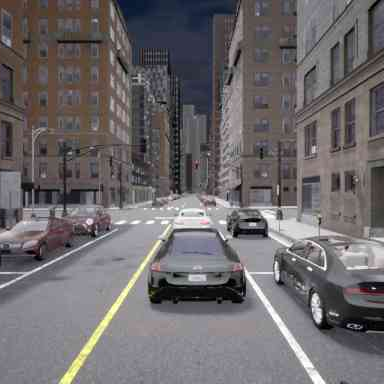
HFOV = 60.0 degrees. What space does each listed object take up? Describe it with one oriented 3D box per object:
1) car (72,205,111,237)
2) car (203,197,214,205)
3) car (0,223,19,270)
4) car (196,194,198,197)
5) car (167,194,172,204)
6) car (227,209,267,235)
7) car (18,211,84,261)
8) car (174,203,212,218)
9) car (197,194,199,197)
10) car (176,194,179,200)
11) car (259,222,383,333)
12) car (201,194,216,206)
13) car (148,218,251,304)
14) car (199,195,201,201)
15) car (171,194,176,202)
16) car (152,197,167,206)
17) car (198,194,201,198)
[{"bbox_3d":[-5.655,1.441,17.736,1.967,1.590,4.097,0,0,0],"label":"car"},{"bbox_3d":[2.951,1.571,60.398,1.752,1.417,4.829,0,0,0],"label":"car"},{"bbox_3d":[-5.665,1.566,6.733,1.947,1.339,4.313,0,0,0],"label":"car"},{"bbox_3d":[3.037,1.458,92.682,2.192,1.841,5.009,0,0,0],"label":"car"},{"bbox_3d":[-5.559,1.607,65.656,2.008,1.369,4.403,0,0,0],"label":"car"},{"bbox_3d":[2.870,1.567,17.728,1.947,1.339,4.313,0,0,0],"label":"car"},{"bbox_3d":[-5.660,1.582,12.235,1.802,1.307,4.206,0,0,0],"label":"car"},{"bbox_3d":[0.049,1.526,16.951,1.812,1.442,4.674,0,0,1],"label":"car"},{"bbox_3d":[3.023,1.561,87.272,1.967,1.590,4.097,0,0,0],"label":"car"},{"bbox_3d":[-5.488,1.457,92.699,2.192,1.841,5.009,0,0,0],"label":"car"},{"bbox_3d":[2.860,1.551,6.726,2.008,1.369,4.403,0,0,0],"label":"car"},{"bbox_3d":[2.936,1.476,54.819,1.967,1.590,4.097,0,0,0],"label":"car"},{"bbox_3d":[0.089,1.564,8.192,1.994,1.385,4.181,0,0,0],"label":"car"},{"bbox_3d":[2.966,1.607,65.636,2.008,1.369,4.403,0,0,0],"label":"car"},{"bbox_3d":[-5.516,1.626,81.711,1.752,1.417,4.829,0,0,0],"label":"car"},{"bbox_3d":[-5.588,1.618,54.839,1.802,1.307,4.206,0,0,0],"label":"car"},{"bbox_3d":[2.994,1.525,76.454,1.967,1.590,4.097,0,0,0],"label":"car"}]
